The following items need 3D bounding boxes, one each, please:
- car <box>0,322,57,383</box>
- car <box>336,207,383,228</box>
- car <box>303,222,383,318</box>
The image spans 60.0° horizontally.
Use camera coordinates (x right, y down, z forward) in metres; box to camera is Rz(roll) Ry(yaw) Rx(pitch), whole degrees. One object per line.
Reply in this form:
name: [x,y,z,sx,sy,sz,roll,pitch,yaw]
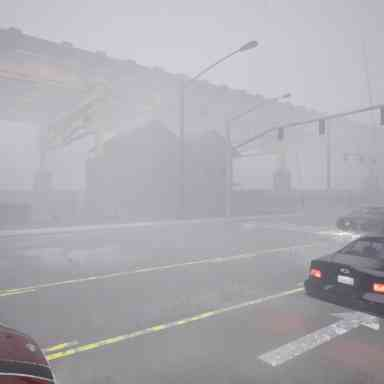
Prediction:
car: [-3.011,1.352,1.600,4.553,1.767,2.097,0,0,-36]
car: [10.355,1.564,19.148,4.181,1.385,1.994,0,0,-25]
car: [4.671,1.547,7.115,5.357,1.411,2.033,0,0,-35]
